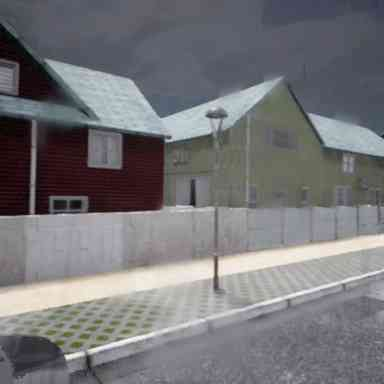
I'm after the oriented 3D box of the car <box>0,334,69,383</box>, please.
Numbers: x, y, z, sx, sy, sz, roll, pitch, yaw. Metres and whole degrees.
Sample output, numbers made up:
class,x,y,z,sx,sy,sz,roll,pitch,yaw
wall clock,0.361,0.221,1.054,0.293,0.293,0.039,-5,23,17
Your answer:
class,x,y,z,sx,sy,sz,roll,pitch,yaw
car,-2.872,1.498,1.020,4.892,1.490,1.837,1,0,-35
